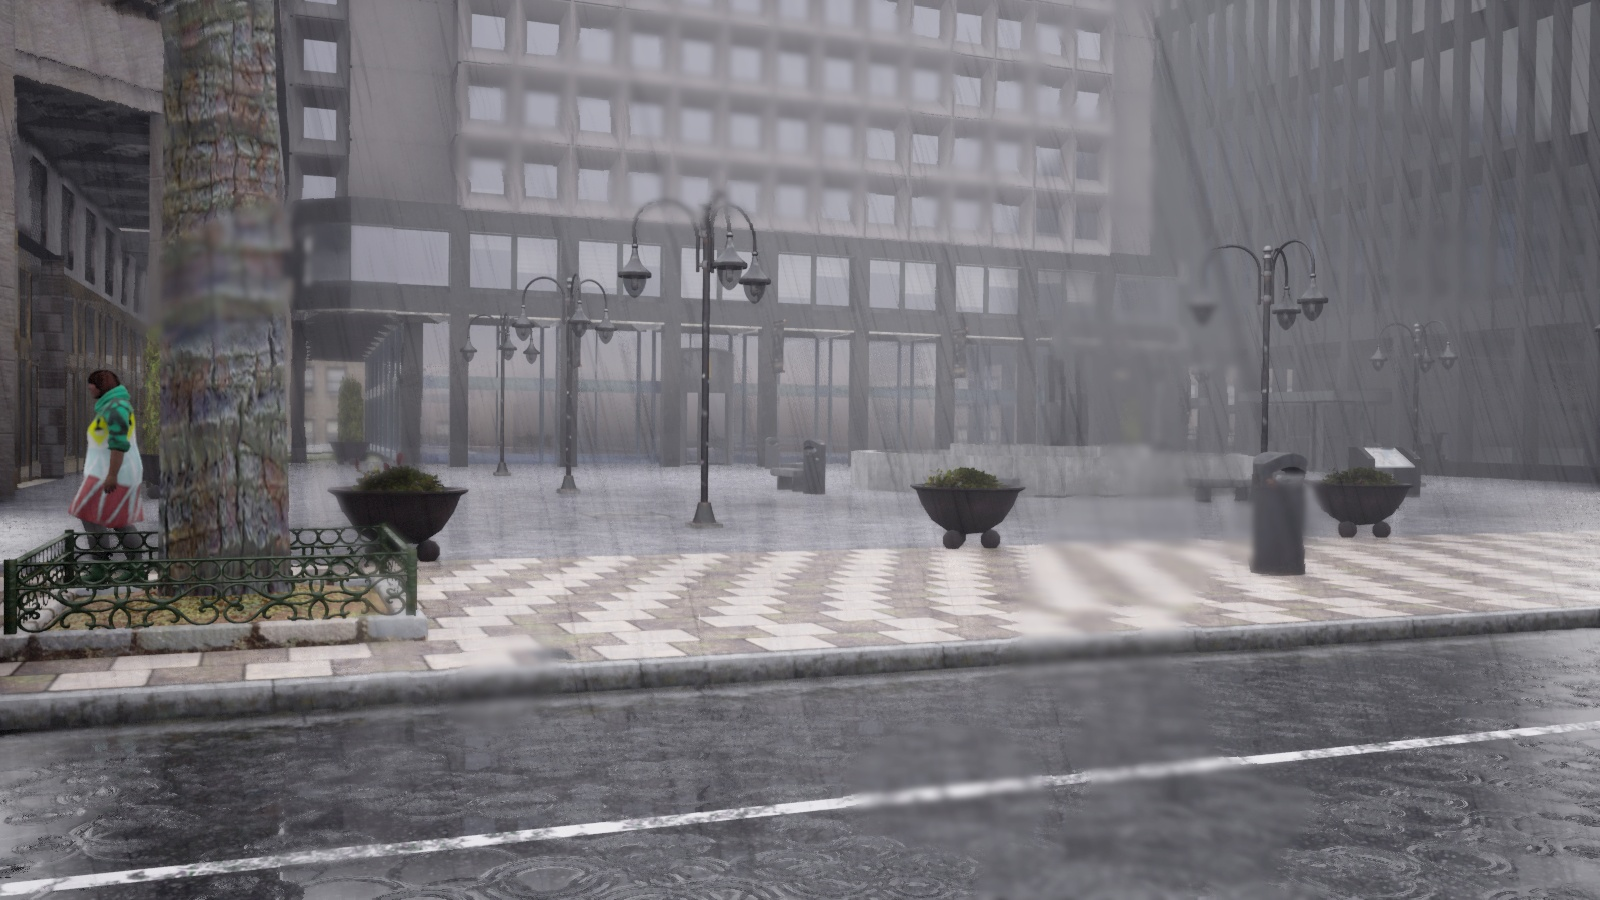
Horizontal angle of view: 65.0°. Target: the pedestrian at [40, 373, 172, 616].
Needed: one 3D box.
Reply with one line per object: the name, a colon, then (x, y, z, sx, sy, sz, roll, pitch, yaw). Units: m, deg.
pedestrian: (-5.795, 0.346, 10.528, 0.873, 1.952, 0.659, -1, 1, -24)
